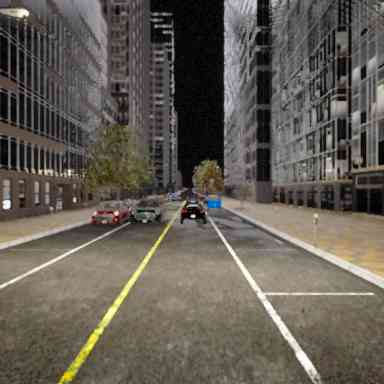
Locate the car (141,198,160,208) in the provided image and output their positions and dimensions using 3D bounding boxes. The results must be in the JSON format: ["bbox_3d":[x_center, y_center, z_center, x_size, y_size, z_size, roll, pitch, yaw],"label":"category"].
[{"bbox_3d":[-5.712,1.499,46.406,2.008,1.369,4.403,0,0,0],"label":"car"}]

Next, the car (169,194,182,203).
[{"bbox_3d":[-3.038,1.504,65.381,1.895,1.301,4.718,0,0,0],"label":"car"}]

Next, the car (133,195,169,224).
[{"bbox_3d":[-3.110,1.330,24.222,2.097,1.767,4.553,0,0,0],"label":"car"}]

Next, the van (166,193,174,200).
[{"bbox_3d":[-5.728,1.184,86.252,1.690,1.788,3.998,0,0,0],"label":"van"}]

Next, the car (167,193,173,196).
[{"bbox_3d":[-5.723,1.457,74.868,1.802,1.307,4.206,0,0,0],"label":"car"}]

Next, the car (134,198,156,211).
[{"bbox_3d":[-5.709,1.508,40.713,2.008,1.369,4.403,0,0,0],"label":"car"}]

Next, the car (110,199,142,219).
[{"bbox_3d":[-5.705,1.412,29.328,1.967,1.590,4.097,0,0,0],"label":"car"}]

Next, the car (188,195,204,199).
[{"bbox_3d":[0.081,1.502,42.885,2.033,1.411,5.357,0,0,0],"label":"car"}]

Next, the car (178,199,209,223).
[{"bbox_3d":[0.087,1.503,25.213,1.812,1.442,4.674,0,0,0],"label":"car"}]

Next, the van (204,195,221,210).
[{"bbox_3d":[2.671,1.299,40.712,1.690,1.788,3.998,0,0,0],"label":"van"}]

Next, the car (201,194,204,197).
[{"bbox_3d":[2.667,1.487,52.098,2.008,1.369,4.403,0,0,0],"label":"car"}]

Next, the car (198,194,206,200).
[{"bbox_3d":[2.650,1.379,91.946,2.008,1.369,4.403,0,0,0],"label":"car"}]

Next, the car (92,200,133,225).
[{"bbox_3d":[-5.702,1.419,23.636,1.967,1.590,4.097,0,0,0],"label":"car"}]
